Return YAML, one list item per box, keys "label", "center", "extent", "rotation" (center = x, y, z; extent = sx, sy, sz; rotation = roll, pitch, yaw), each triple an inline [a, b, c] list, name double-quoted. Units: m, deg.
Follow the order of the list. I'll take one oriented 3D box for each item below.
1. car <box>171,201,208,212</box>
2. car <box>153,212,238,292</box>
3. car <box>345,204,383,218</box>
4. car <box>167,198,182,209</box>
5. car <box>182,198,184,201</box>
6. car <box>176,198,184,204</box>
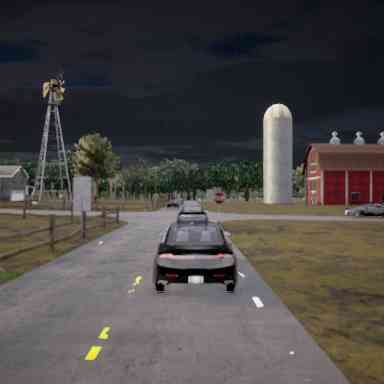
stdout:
- label: "car"
  center: [0.033, 1.588, 21.499]
  extent: [2.128, 1.511, 4.902]
  rotation: [0, 0, 0]
- label: "car"
  center: [0.068, 1.524, 9.005]
  extent: [2.128, 1.511, 4.902]
  rotation: [0, 0, 0]
- label: "car"
  center: [18.994, 2.041, 35.744]
  extent: [4.902, 1.511, 2.128]
  rotation: [1, -1, 0]
- label: "car"
  center: [-2.952, 1.951, 52.497]
  extent: [1.895, 1.301, 4.718]
  rotation: [0, -1, 0]
- label: "car"
  center: [-2.906, 2.085, 67.800]
  extent: [1.994, 1.385, 4.181]
  rotation: [0, -1, 0]
- label: "car"
  center: [-2.927, 2.238, 82.140]
  extent: [1.812, 1.442, 4.674]
  rotation: [0, -1, 0]
